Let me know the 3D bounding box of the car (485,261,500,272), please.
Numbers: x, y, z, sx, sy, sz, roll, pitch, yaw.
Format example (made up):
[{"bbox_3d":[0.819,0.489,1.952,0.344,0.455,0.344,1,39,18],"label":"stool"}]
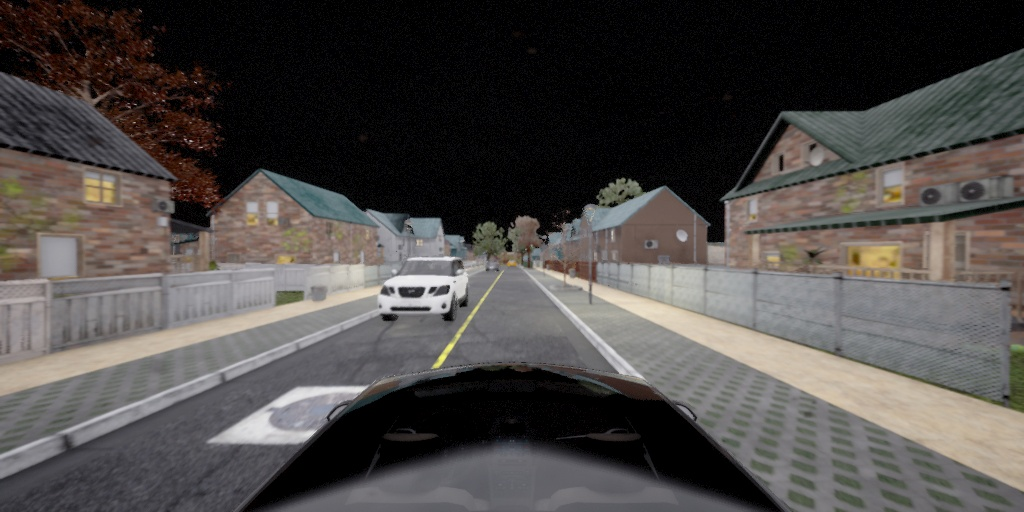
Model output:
[{"bbox_3d":[-2.802,1.541,52.246,2.128,1.511,4.902,0,-1,0],"label":"car"}]

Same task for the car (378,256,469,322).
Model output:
[{"bbox_3d":[-2.831,1.009,12.783,2.150,2.045,5.566,0,0,0],"label":"car"}]
